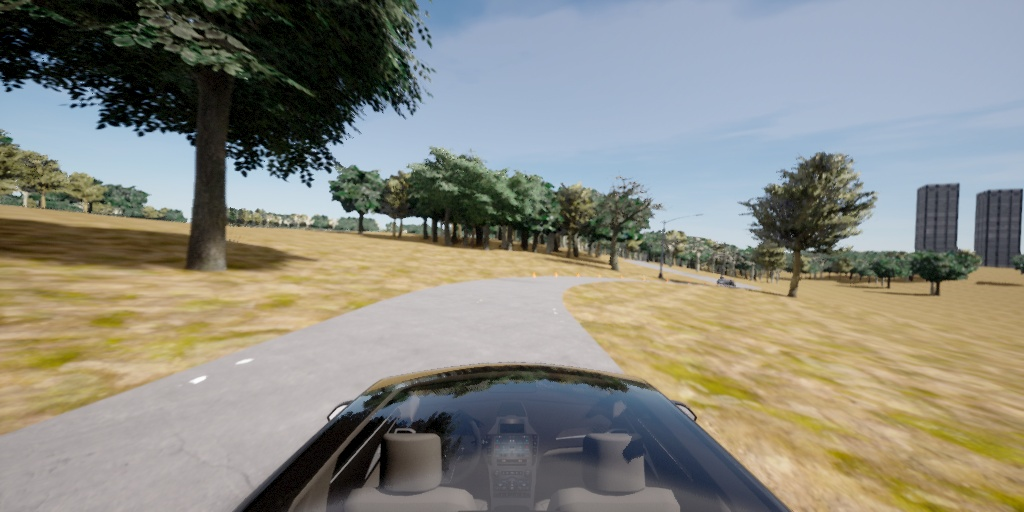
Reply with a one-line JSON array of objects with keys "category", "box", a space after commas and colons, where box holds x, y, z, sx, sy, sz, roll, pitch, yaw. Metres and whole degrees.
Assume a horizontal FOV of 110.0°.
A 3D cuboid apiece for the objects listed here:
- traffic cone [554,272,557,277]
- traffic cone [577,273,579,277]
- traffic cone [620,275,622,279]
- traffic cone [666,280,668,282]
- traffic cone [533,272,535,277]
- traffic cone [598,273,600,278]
[{"category": "traffic cone", "box": [5.034, 2.083, 41.030, 0.340, 0.580, 0.340, 0, 0, 35]}, {"category": "traffic cone", "box": [8.278, 2.344, 45.190, 0.340, 0.580, 0.340, 0, 0, 41]}, {"category": "traffic cone", "box": [15.964, 3.046, 52.380, 0.340, 0.580, 0.340, 0, 0, -37]}, {"category": "traffic cone", "box": [24.966, 3.890, 57.816, 0.340, 0.580, 0.340, 0, 0, -25]}, {"category": "traffic cone", "box": [2.239, 1.884, 36.555, 0.340, 0.580, 0.340, 0, 0, 29]}, {"category": "traffic cone", "box": [11.934, 2.666, 48.986, 0.340, 0.580, 0.340, 0, 0, -43]}]
